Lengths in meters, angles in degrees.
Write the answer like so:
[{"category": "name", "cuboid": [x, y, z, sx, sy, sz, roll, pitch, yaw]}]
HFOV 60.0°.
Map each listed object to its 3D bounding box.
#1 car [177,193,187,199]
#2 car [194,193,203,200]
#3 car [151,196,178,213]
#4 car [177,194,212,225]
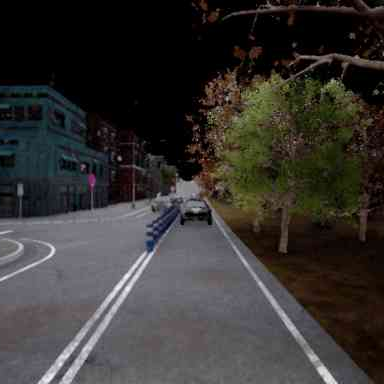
[{"category": "car", "cuboid": [-1.973, 0.791, 68.507, 1.895, 1.301, 4.718, 0, 1, 1]}, {"category": "car", "cuboid": [1.436, 0.910, 74.700, 2.033, 1.411, 5.357, 0, 1, 1]}, {"category": "car", "cuboid": [-2.946, 1.202, 34.647, 2.097, 1.767, 4.553, 0, 0, 1]}, {"category": "car", "cuboid": [0.305, 1.267, 23.711, 2.097, 1.767, 4.553, 0, 0, 1]}]
